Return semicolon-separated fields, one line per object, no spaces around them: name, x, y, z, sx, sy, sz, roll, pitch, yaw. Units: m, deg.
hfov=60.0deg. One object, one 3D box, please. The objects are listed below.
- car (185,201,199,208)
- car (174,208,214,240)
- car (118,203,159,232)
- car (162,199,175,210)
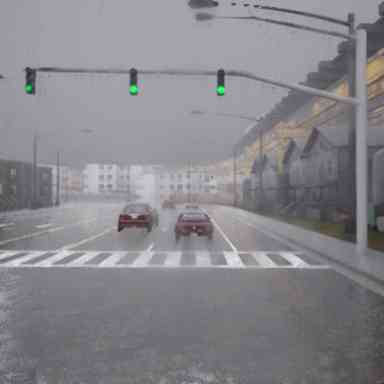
car;-0.038;2.011;52.047;1.895;1.301;4.718;0;0;-3
car;0.097;1.742;17.892;1.895;1.301;4.718;0;0;0
car;-3.403;1.524;21.772;2.097;1.767;4.553;0;0;0
car;-3.539;1.873;50.302;1.882;1.535;5.008;0;0;-3
